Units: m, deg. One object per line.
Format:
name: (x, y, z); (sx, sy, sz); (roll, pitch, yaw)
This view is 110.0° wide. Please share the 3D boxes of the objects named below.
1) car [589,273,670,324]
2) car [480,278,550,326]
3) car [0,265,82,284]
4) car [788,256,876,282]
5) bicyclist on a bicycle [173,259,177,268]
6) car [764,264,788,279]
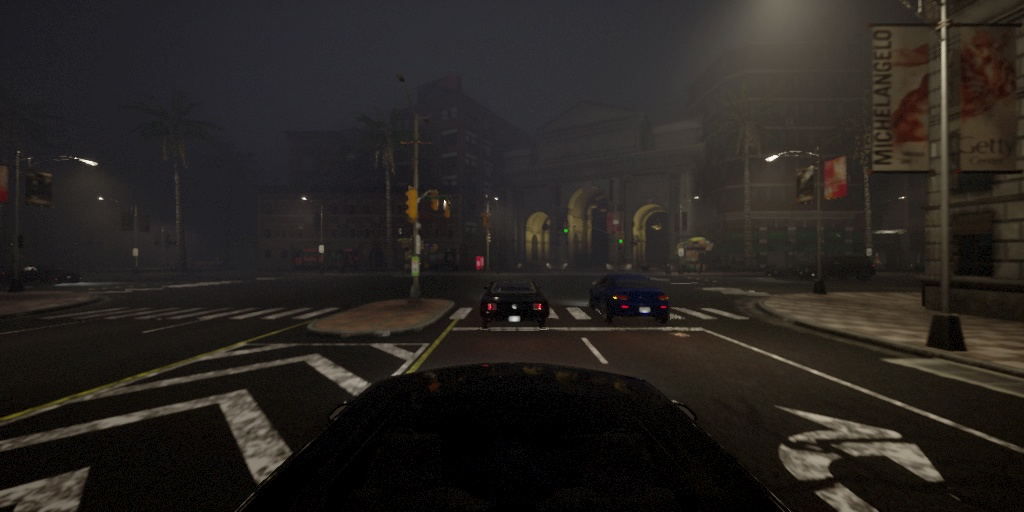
car: (3.781, 1.303, 12.095); (1.812, 1.442, 4.674); (0, 0, 4)
car: (0.001, 1.377, 11.695); (1.895, 1.301, 4.718); (0, 0, -2)
car: (-35.100, 1.378, 26.811); (4.181, 1.385, 1.994); (0, 0, 1)
car: (26.920, 1.038, 29.963); (5.566, 2.045, 2.150); (-1, 0, 1)
bicyclist on a bicycle: (-38.389, 1.154, 41.318); (0.582, 1.620, 1.656); (0, 0, 0)
car: (26.717, 1.380, 33.473); (5.357, 1.411, 2.033); (0, 0, 1)
